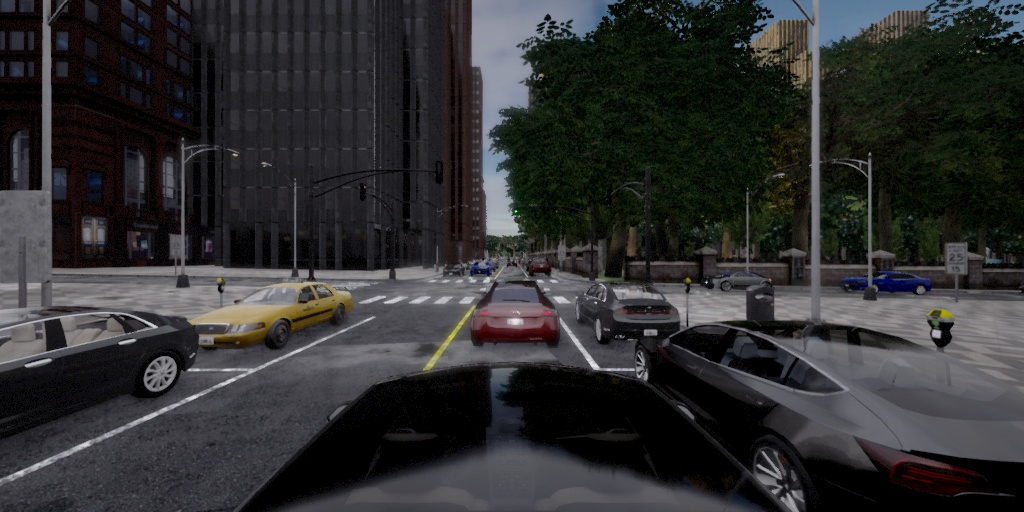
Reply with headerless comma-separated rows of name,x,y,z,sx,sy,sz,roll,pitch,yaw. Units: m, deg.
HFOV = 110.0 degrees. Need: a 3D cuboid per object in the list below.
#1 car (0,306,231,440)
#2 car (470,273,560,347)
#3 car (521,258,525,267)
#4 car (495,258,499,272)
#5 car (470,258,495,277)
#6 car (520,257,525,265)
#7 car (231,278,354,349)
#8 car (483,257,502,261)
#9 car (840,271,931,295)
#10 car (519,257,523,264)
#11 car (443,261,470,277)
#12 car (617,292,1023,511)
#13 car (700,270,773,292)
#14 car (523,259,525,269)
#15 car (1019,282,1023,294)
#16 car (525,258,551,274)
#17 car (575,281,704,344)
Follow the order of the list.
car,-5.762,1.300,3.812,2.007,1.370,4.403,0,0,0
car,0.082,1.313,9.343,1.994,1.385,4.181,0,0,0
car,2.771,1.320,52.365,2.007,1.370,4.403,0,0,0
car,-3.084,1.328,46.568,1.994,1.385,4.181,0,0,0
car,-3.086,1.233,36.603,1.882,1.535,5.008,0,0,0
car,2.772,1.326,57.822,2.007,1.370,4.403,0,0,0
car,-5.761,1.274,9.154,1.751,1.417,4.829,0,0,0
car,-3.075,1.266,56.613,2.128,1.511,4.902,0,0,0
car,25.088,1.762,24.186,5.008,1.535,1.882,1,0,0
car,2.773,1.220,63.279,1.967,1.591,4.097,0,0,0
car,-5.757,1.321,35.989,1.948,1.339,4.313,0,0,0
car,2.763,1.315,3.819,1.948,1.339,4.313,0,0,0
car,15.051,1.643,24.152,4.181,1.385,1.994,1,0,-2
car,2.770,1.330,46.909,1.948,1.339,4.313,0,0,0
car,37.554,2.038,24.240,4.902,1.511,2.128,1,0,0
car,2.768,1.070,35.997,2.192,1.841,5.009,0,0,0
car,2.764,1.299,9.332,2.007,1.370,4.403,0,0,0
